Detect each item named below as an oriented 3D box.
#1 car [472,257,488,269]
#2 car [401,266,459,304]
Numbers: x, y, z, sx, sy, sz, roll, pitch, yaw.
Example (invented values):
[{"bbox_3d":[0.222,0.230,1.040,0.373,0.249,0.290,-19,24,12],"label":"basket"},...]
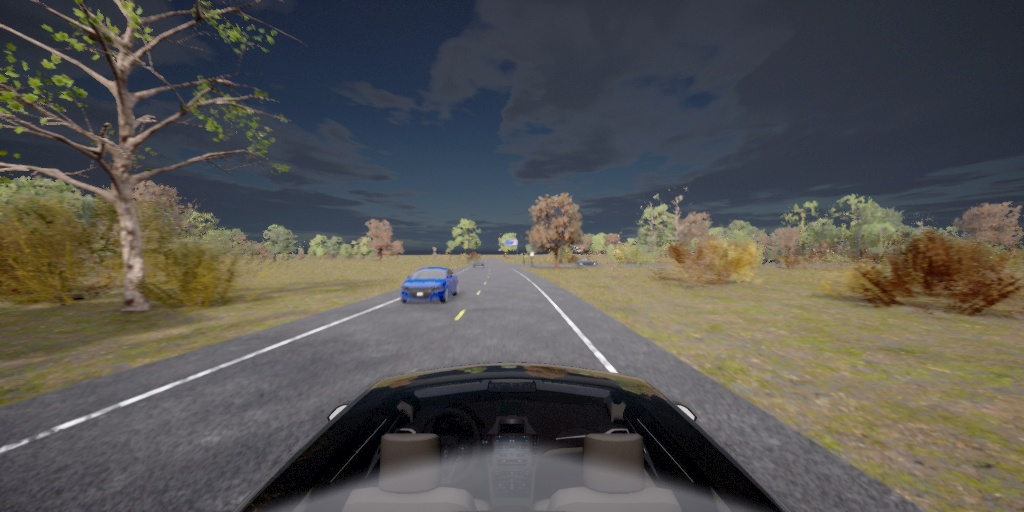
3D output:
[{"bbox_3d":[-5.379,1.188,58.771,1.837,1.490,4.892,0,0,-3],"label":"car"},{"bbox_3d":[-3.646,1.232,16.601,1.882,1.535,5.008,0,0,-1],"label":"car"}]
